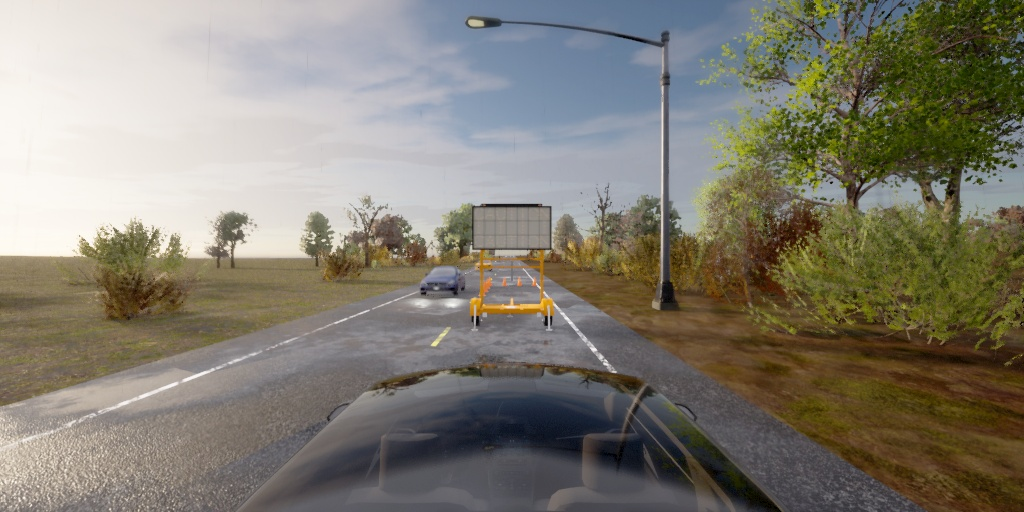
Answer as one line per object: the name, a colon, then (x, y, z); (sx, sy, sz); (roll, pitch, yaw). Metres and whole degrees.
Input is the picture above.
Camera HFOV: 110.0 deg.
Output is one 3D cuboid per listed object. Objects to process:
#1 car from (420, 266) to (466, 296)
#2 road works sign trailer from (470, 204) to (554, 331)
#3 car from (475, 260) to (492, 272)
car: (-3.604, 1.272, 19.398); (1.812, 1.442, 4.674); (0, 0, 0)
road works sign trailer: (-0.003, 0.214, 10.994); (2.380, 3.560, 2.880); (0, 0, 0)
car: (-3.514, 1.199, 45.095); (1.882, 1.535, 5.008); (0, 0, 0)
